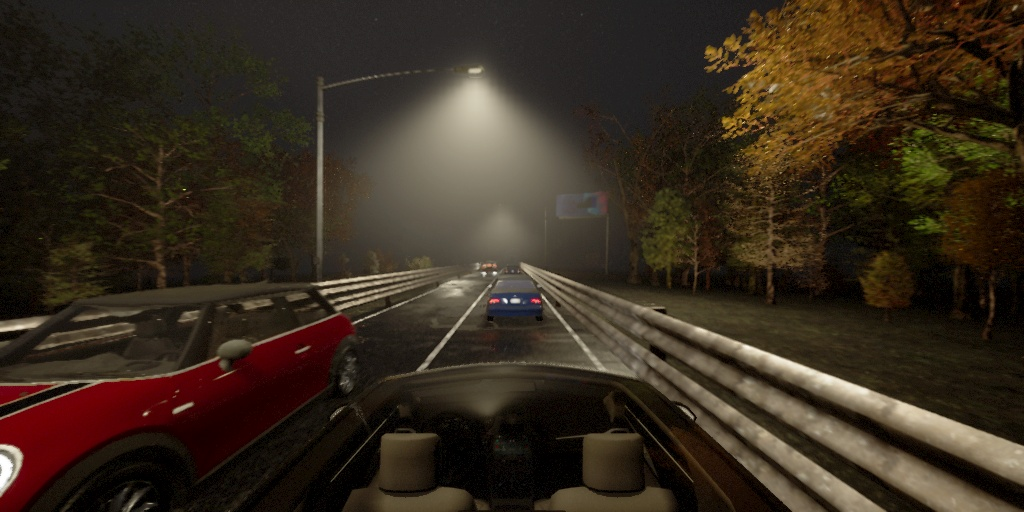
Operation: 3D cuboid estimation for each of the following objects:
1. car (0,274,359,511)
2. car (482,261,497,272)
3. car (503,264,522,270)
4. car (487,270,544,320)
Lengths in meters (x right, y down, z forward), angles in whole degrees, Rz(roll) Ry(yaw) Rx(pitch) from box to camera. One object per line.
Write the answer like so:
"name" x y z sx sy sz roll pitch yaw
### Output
"car" -3.350 1.116 3.501 2.097 1.767 4.553 0 0 0
"car" -3.347 1.513 54.804 2.097 1.767 4.553 0 0 0
"car" 0.057 1.581 38.247 2.033 1.411 5.357 0 0 0
"car" 0.093 1.385 13.015 2.033 1.411 5.357 0 0 0
